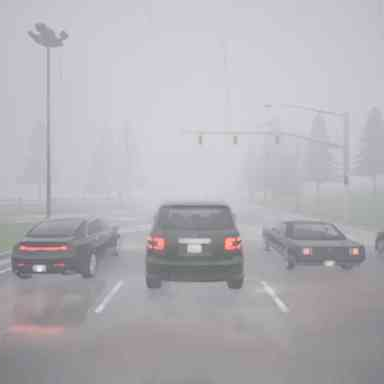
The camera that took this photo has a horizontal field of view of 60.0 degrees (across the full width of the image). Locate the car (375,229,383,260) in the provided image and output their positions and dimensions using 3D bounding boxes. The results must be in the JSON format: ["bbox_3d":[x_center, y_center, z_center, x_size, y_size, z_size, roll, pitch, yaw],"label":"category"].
[{"bbox_3d":[7.073,1.455,9.297,2.128,1.511,4.902,0,0,0],"label":"car"}]

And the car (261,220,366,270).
[{"bbox_3d":[3.581,1.558,10.843,1.895,1.301,4.718,0,0,0],"label":"car"}]

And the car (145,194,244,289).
[{"bbox_3d":[0.071,1.186,9.175,2.150,2.045,5.566,0,0,0],"label":"car"}]

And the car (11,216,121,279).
[{"bbox_3d":[-3.425,1.466,9.924,1.837,1.490,4.892,0,0,0],"label":"car"}]

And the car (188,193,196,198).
[{"bbox_3d":[0.015,0.997,93.533,2.128,1.511,4.902,0,0,0],"label":"car"}]

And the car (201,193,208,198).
[{"bbox_3d":[3.515,0.949,93.532,1.882,1.535,5.008,0,0,0],"label":"car"}]

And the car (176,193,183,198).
[{"bbox_3d":[-3.485,1.011,93.533,2.033,1.411,5.357,0,0,0],"label":"car"}]

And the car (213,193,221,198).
[{"bbox_3d":[7.015,1.024,93.531,1.994,1.385,4.181,0,0,0],"label":"car"}]
